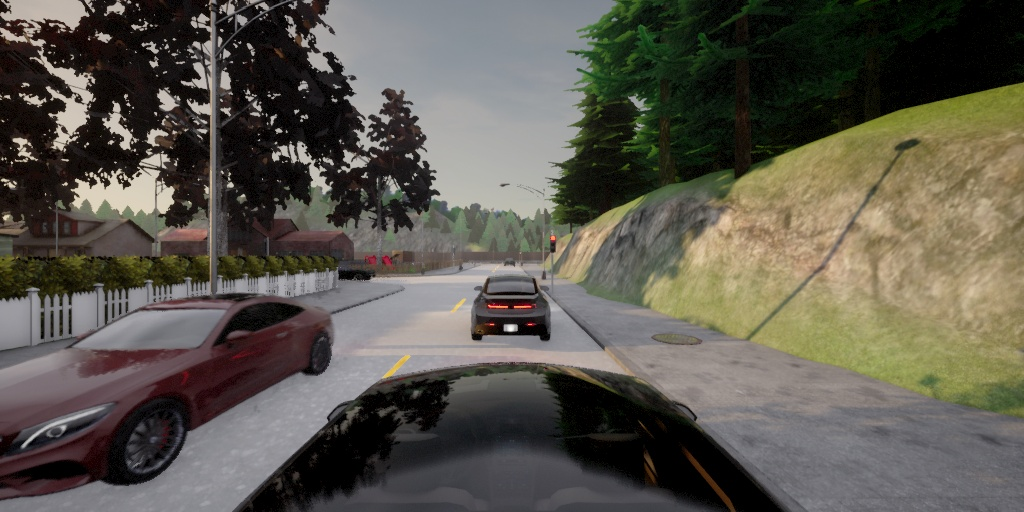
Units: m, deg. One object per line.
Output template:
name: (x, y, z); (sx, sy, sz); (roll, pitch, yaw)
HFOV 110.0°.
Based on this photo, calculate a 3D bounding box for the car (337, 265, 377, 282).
car: (-13.194, 1.351, 28.079); (4.718, 1.301, 1.895); (0, 0, 0)

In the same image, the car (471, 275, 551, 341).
car: (-0.017, 1.255, 9.914); (1.837, 1.490, 4.892); (0, 0, 0)

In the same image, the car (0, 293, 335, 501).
car: (-4.110, 1.276, 4.772); (1.812, 1.442, 4.674); (0, 0, 0)
